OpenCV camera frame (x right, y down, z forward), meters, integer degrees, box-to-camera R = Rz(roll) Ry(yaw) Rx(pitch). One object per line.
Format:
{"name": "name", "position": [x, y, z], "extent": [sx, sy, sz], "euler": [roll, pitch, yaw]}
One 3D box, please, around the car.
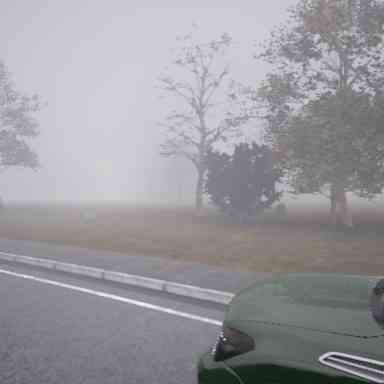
{"name": "car", "position": [2.706, 1.214, 1.977], "extent": [5.566, 2.045, 2.150], "euler": [0, 0, 36]}
